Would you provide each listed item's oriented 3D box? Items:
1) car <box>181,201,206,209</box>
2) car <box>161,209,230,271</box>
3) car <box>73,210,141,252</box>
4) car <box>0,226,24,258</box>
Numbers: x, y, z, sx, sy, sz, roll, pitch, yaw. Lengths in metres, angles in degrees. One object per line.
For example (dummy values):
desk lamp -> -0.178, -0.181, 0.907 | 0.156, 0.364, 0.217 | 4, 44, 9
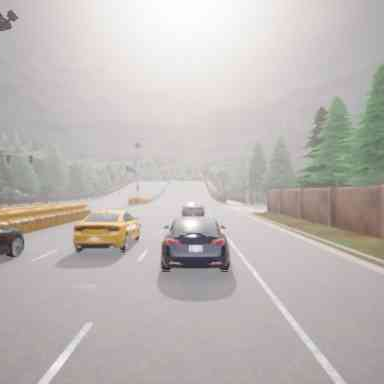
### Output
car -> 0.098, 1.525, 27.551 | 2.128, 1.511, 4.902 | 0, 0, 0
car -> 0.098, 1.517, 10.963 | 2.163, 1.488, 4.792 | 0, 0, 0
car -> -3.401, 1.495, 14.083 | 1.882, 1.535, 5.008 | 0, 0, 0
car -> -6.901, 1.504, 9.955 | 2.128, 1.511, 4.902 | 0, 0, 0
